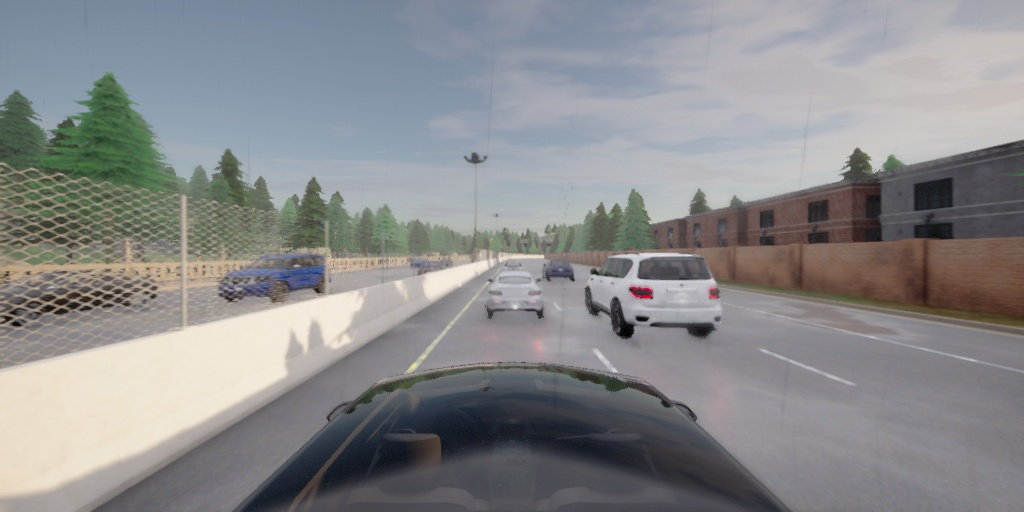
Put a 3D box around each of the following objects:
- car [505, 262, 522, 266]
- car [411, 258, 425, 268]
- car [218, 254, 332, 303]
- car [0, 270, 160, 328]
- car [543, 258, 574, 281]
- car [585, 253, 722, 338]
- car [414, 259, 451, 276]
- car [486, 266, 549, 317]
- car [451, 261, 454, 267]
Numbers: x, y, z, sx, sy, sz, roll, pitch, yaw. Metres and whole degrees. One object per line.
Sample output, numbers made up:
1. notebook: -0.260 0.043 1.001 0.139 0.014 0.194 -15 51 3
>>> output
1. car: 0.108 1.248 34.259 1.895 1.301 4.718 0 0 0
2. car: -14.035 1.059 54.861 1.882 1.535 5.008 0 0 1
3. car: -10.594 0.924 16.658 2.150 2.045 5.566 0 0 0
4. car: -14.096 1.210 11.310 2.128 1.511 4.902 0 0 0
5. car: 3.607 1.018 28.598 2.097 1.767 4.553 0 0 0
6. car: 3.617 0.945 10.254 2.150 2.045 5.566 0 0 1
7. car: -7.083 1.217 32.281 1.994 1.385 4.181 0 0 0
8. car: 0.101 1.241 12.798 1.812 1.442 4.674 0 0 0
9. car: -10.534 1.120 57.547 2.033 1.411 5.357 0 0 1
